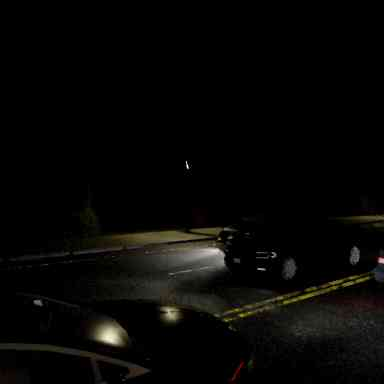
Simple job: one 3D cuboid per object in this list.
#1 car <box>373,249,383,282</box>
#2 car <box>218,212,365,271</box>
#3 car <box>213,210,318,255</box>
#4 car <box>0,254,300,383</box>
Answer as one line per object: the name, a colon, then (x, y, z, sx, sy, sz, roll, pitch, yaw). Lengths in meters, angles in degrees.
car: (6.575, 1.550, 8.179, 5.357, 1.411, 2.033, 0, 0, -35)
car: (3.182, 1.480, 9.947, 5.008, 1.535, 1.882, 0, 0, -35)
car: (3.124, 1.567, 13.897, 4.181, 1.385, 1.994, 0, 0, -36)
car: (-1.587, 1.492, 2.306, 4.902, 1.511, 2.128, 0, 0, -36)
